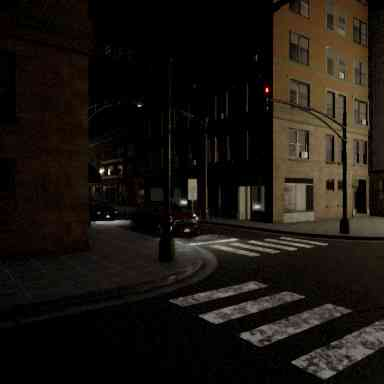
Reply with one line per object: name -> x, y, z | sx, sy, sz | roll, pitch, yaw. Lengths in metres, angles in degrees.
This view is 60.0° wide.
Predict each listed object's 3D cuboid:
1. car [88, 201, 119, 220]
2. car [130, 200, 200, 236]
car -> -7.696, 1.408, 26.607 | 2.033, 1.411, 5.357 | 0, 0, -35
car -> -1.546, 1.269, 17.984 | 2.097, 1.767, 4.553 | 0, 0, -36
